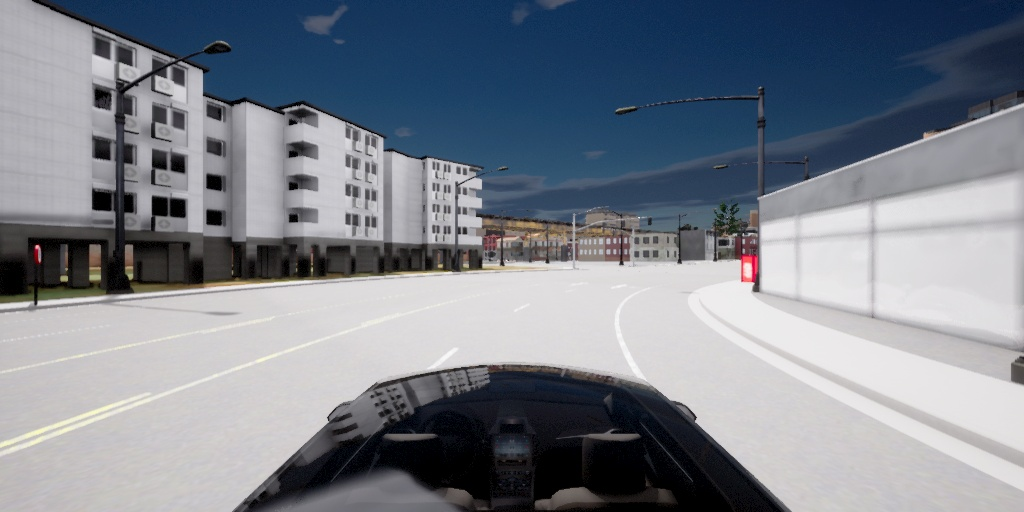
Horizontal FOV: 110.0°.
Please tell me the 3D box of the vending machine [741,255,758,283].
[{"bbox_3d":[16.557,0.926,24.967,0.880,2.100,1.100,0,0,-43],"label":"vending machine"}]
